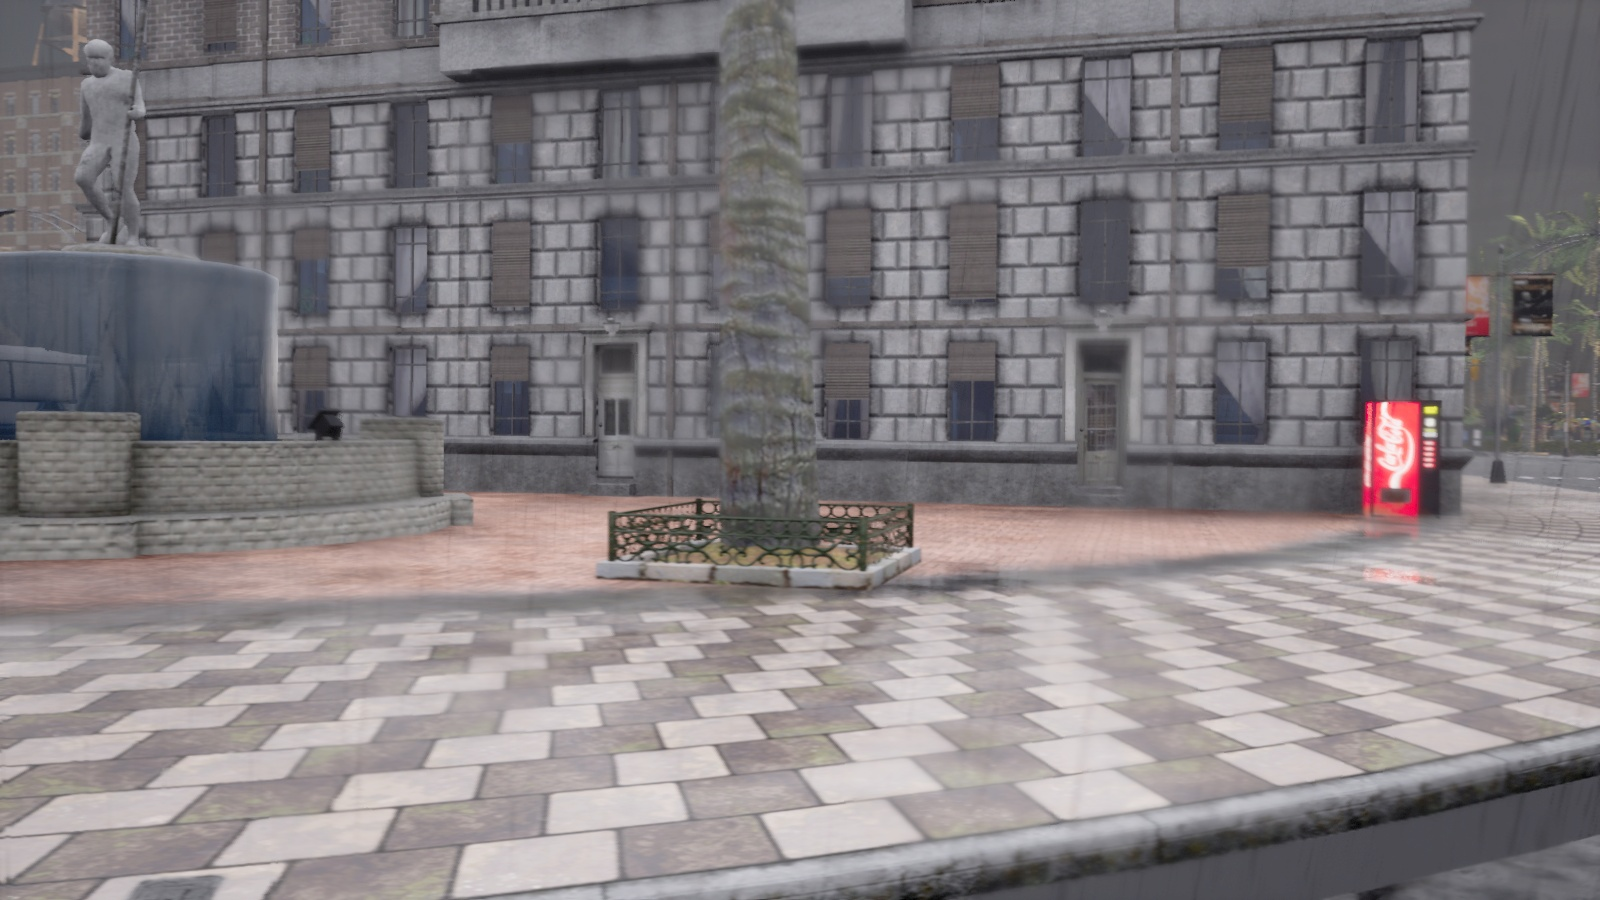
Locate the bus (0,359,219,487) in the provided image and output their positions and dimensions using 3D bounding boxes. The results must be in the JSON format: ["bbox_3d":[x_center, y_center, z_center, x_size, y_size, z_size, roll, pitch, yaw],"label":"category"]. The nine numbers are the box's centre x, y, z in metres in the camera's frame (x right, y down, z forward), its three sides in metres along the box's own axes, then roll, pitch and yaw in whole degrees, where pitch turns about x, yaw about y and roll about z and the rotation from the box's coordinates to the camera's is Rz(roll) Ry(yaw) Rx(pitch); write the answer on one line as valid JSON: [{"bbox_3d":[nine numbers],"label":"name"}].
[{"bbox_3d":[-27.069,-0.973,46.942,3.944,4.253,10.273,0,1,15],"label":"bus"}]
